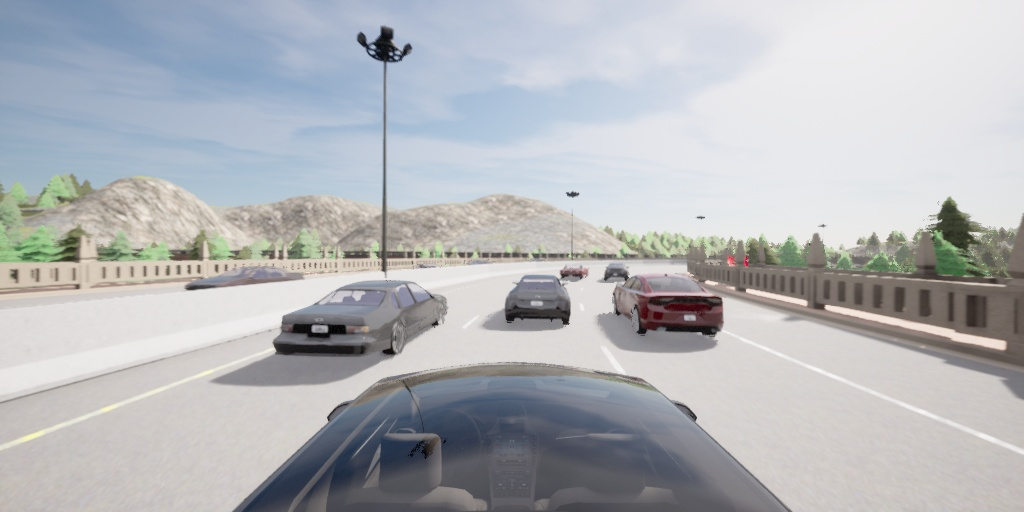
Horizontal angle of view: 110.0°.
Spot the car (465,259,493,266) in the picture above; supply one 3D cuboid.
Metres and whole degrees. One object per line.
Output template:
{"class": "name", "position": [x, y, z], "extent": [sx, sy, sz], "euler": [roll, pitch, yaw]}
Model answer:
{"class": "car", "position": [-4.643, 1.204, 51.838], "extent": [2.033, 1.411, 5.357], "euler": [0, 0, 28]}

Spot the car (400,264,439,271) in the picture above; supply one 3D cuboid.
{"class": "car", "position": [-6.869, 1.283, 27.525], "extent": [1.895, 1.301, 4.718], "euler": [0, 0, 16]}

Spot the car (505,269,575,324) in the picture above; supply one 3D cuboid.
{"class": "car", "position": [0.933, 1.303, 12.093], "extent": [1.994, 1.385, 4.181], "euler": [0, 0, 7]}

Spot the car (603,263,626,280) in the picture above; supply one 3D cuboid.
{"class": "car", "position": [8.838, 1.274, 30.165], "extent": [1.812, 1.442, 4.674], "euler": [0, 0, 20]}

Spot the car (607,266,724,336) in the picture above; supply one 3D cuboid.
{"class": "car", "position": [4.237, 1.234, 10.510], "extent": [1.882, 1.535, 5.008], "euler": [0, 0, 6]}

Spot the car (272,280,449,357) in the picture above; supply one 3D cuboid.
{"class": "car", "position": [-3.028, 1.274, 8.544], "extent": [2.033, 1.411, 5.357], "euler": [0, 0, 5]}

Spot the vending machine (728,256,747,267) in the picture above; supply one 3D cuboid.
{"class": "vending machine", "position": [14.632, 0.980, 23.305], "extent": [1.100, 2.100, 0.880], "euler": [0, 0, 17]}

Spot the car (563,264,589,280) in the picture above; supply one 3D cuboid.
{"class": "car", "position": [5.564, 1.333, 31.464], "extent": [1.895, 1.301, 4.718], "euler": [0, 0, 20]}

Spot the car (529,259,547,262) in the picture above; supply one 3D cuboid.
{"class": "car", "position": [4.087, 1.197, 59.545], "extent": [1.882, 1.535, 5.008], "euler": [0, 0, 34]}

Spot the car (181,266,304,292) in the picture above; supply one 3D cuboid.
{"class": "car", "position": [-12.655, 1.218, 17.524], "extent": [2.033, 1.411, 5.357], "euler": [0, 0, 9]}
